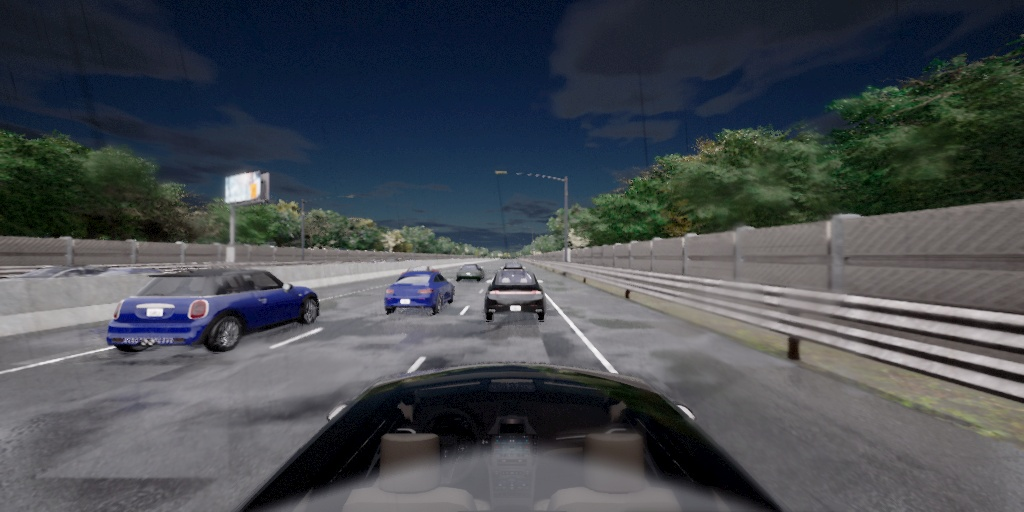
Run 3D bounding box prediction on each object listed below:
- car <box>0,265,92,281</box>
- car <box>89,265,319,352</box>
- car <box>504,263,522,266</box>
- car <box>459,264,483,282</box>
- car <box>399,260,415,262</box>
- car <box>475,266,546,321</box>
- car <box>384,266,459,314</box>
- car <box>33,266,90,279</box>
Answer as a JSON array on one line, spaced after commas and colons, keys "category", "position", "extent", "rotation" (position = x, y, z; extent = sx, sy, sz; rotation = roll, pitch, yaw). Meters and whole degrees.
[{"category": "car", "position": [-21.104, 1.261, 16.785], "extent": [2.128, 1.511, 4.902], "rotation": [0, 0, 0]}, {"category": "car", "position": [-6.902, 1.110, 9.054], "extent": [2.097, 1.767, 4.553], "rotation": [0, 0, 0]}, {"category": "car", "position": [0.093, 1.284, 29.287], "extent": [2.128, 1.511, 4.902], "rotation": [0, 0, 0]}, {"category": "car", "position": [-3.407, 1.358, 29.979], "extent": [1.994, 1.385, 4.181], "rotation": [0, 0, 0]}, {"category": "car", "position": [-17.545, 1.431, 62.182], "extent": [1.812, 1.442, 4.674], "rotation": [0, 0, 1]}, {"category": "car", "position": [0.097, 1.254, 12.467], "extent": [2.128, 1.511, 4.902], "rotation": [0, 0, 0]}, {"category": "car", "position": [-3.403, 1.289, 13.733], "extent": [1.812, 1.442, 4.674], "rotation": [0, 0, 0]}, {"category": "car", "position": [-17.606, 1.293, 16.275], "extent": [1.812, 1.442, 4.674], "rotation": [0, 0, 0]}]
